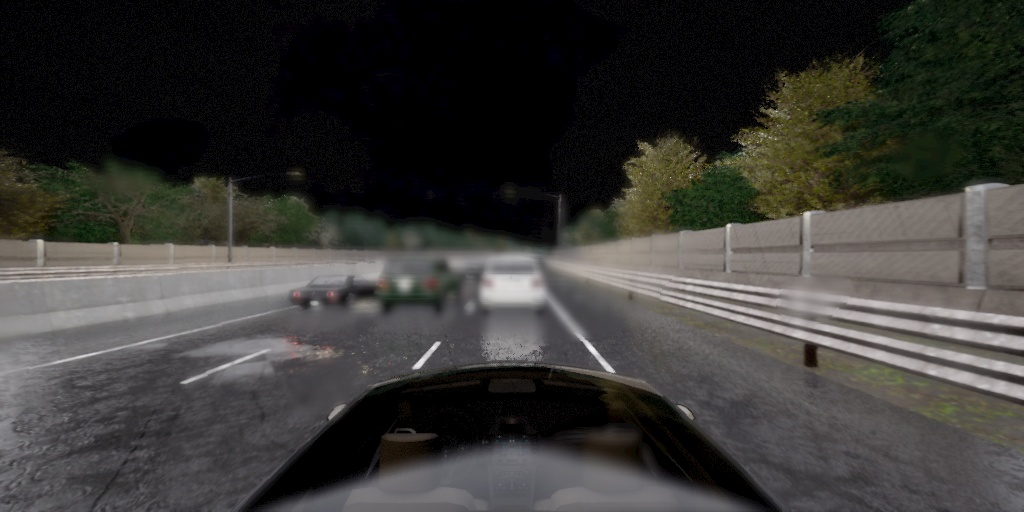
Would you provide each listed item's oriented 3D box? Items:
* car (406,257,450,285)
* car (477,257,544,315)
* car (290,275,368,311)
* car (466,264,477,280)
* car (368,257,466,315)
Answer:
[{"bbox_3d":[-6.686,1.110,29.256,2.150,2.045,5.566,0,0,2],"label":"car"},{"bbox_3d":[0.067,1.057,14.256,2.150,2.045,5.566,0,0,1],"label":"car"},{"bbox_3d":[-6.917,1.438,14.990,1.895,1.301,4.718,0,0,1],"label":"car"},{"bbox_3d":[-3.154,1.393,30.077,1.837,1.490,4.892,0,0,2],"label":"car"},{"bbox_3d":[-3.432,1.058,14.288,2.150,2.045,5.566,0,0,1],"label":"car"}]
